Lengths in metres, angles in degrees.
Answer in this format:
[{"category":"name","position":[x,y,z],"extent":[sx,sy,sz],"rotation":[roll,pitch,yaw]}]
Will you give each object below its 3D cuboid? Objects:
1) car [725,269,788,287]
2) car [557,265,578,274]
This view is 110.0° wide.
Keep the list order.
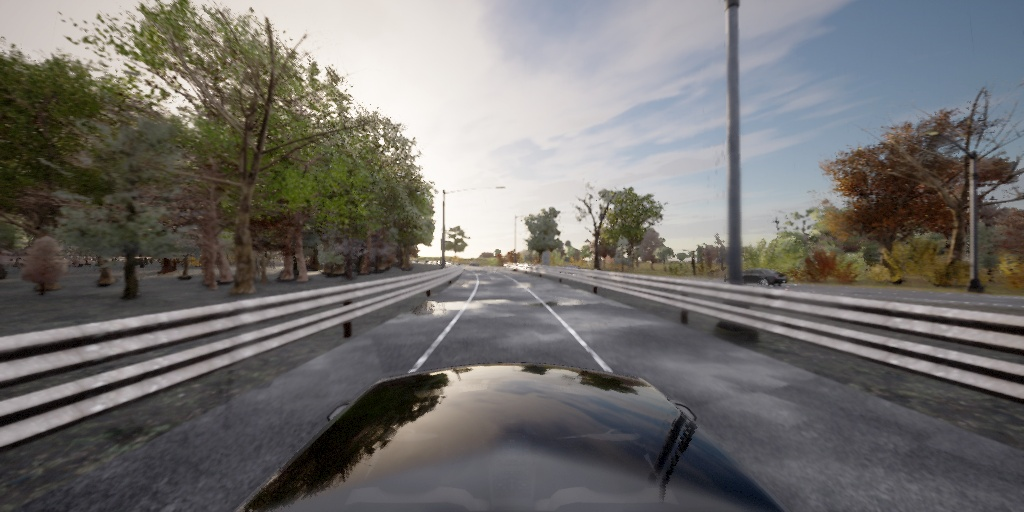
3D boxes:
[{"category":"car","position":[21.554,1.894,31.899],"extent":[1.837,1.490,4.892],"rotation":[0,-1,-24]},{"category":"car","position":[9.218,2.144,59.239],"extent":[1.994,1.385,4.181],"rotation":[0,0,-24]}]
